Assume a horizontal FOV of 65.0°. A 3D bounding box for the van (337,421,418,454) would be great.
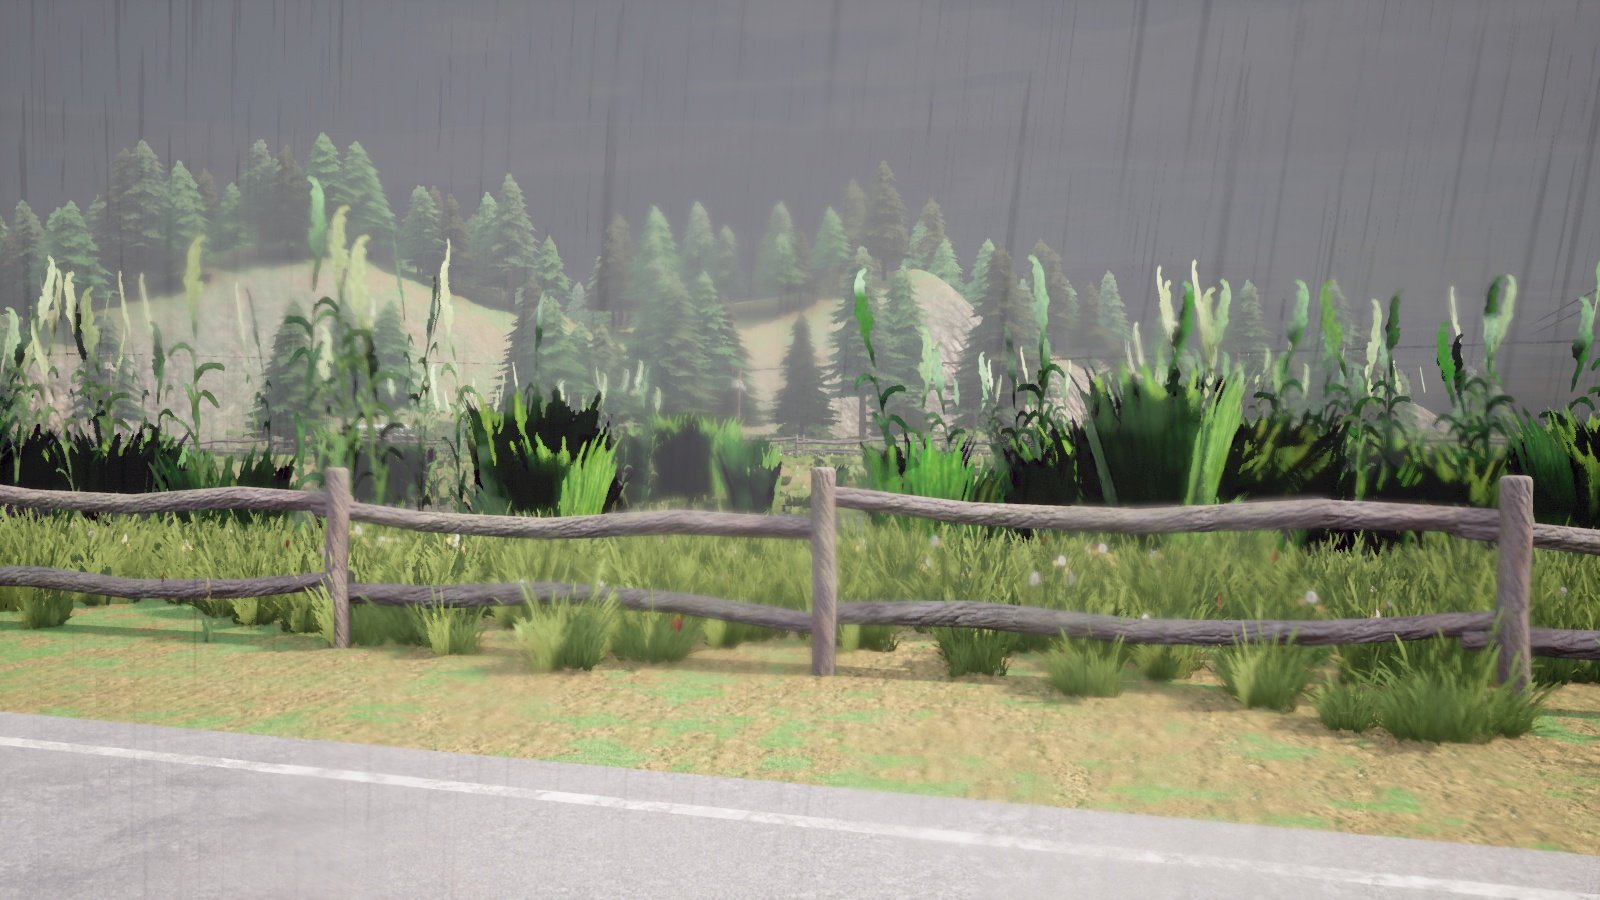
[{"bbox_3d":[-26.759,-0.790,79.595,4.480,2.038,2.069,0,1,14],"label":"van"}]
